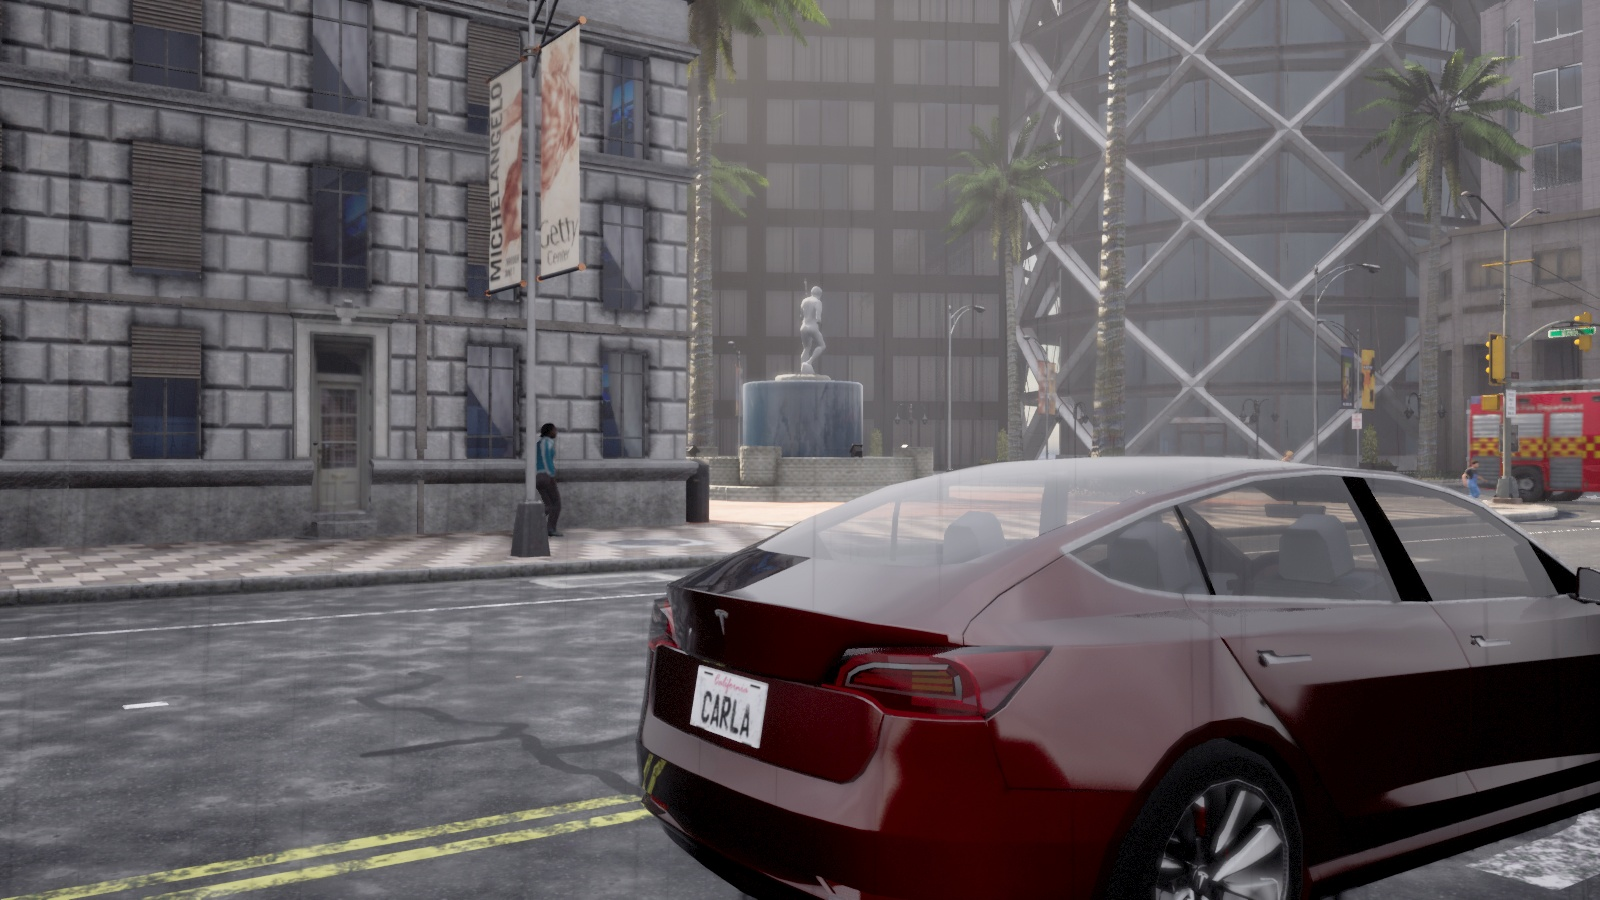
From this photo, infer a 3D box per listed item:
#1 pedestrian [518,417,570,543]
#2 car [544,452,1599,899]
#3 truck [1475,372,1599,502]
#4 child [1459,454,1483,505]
[{"bbox_3d":[-3.972,0.458,19.492,0.692,1.930,0.396,0,0,-30],"label":"pedestrian"},{"bbox_3d":[1.700,0.753,4.825,4.792,1.488,2.163,0,0,-35],"label":"car"},{"bbox_3d":[25.034,-0.382,37.222,2.891,3.827,8.468,0,0,-34],"label":"truck"},{"bbox_3d":[16.774,0.723,31.385,0.270,1.263,0.437,0,0,-35],"label":"child"}]
